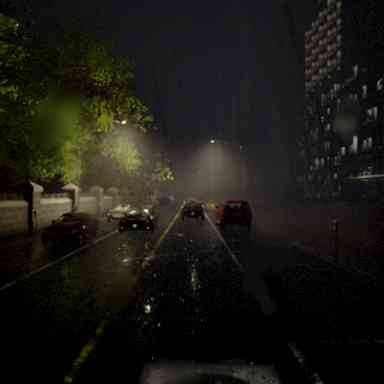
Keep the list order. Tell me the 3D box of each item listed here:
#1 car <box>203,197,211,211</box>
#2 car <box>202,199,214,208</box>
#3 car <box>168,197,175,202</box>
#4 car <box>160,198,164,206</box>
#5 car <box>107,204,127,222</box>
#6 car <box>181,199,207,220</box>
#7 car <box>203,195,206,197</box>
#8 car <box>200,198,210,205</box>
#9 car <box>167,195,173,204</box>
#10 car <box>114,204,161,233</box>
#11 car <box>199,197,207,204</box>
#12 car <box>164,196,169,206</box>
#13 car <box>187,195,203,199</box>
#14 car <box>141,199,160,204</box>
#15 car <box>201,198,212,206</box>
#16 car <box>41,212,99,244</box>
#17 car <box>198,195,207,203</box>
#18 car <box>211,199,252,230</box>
[{"bbox_3d":[2.635,1.735,44.469,1.752,1.417,4.829,0,0,0],"label":"car"},{"bbox_3d":[2.621,1.815,55.561,1.887,1.381,4.507,0,0,0],"label":"car"},{"bbox_3d":[-5.806,2.058,94.977,1.887,1.381,4.507,0,0,0],"label":"car"},{"bbox_3d":[-5.751,1.790,49.919,2.008,1.369,4.403,0,0,0],"label":"car"},{"bbox_3d":[-5.725,1.680,27.392,2.008,1.369,4.403,0,0,0],"label":"car"},{"bbox_3d":[0.054,1.616,29.325,1.882,1.535,5.008,0,-1,0],"label":"car"},{"bbox_3d":[2.628,1.679,49.931,1.967,1.590,4.097,0,0,0],"label":"car"},{"bbox_3d":[2.608,1.883,66.826,1.887,1.381,4.507,0,0,0],"label":"car"},{"bbox_3d":[-5.779,1.938,72.449,1.947,1.339,4.313,0,0,0],"label":"car"},{"bbox_3d":[-3.125,1.659,20.180,1.994,1.385,4.181,0,0,0],"label":"car"},{"bbox_3d":[2.594,1.932,78.260,1.752,1.417,4.829,0,0,0],"label":"car"},{"bbox_3d":[-5.766,1.887,61.183,1.802,1.307,4.206,0,0,0],"label":"car"},{"bbox_3d":[0.015,1.551,42.342,2.097,1.767,4.553,0,0,0],"label":"car"},{"bbox_3d":[-5.745,1.650,44.289,1.967,1.590,4.097,0,0,0],"label":"car"},{"bbox_3d":[2.615,1.870,61.193,1.947,1.339,4.313,0,0,0],"label":"car"},{"bbox_3d":[-5.711,1.659,16.127,1.802,1.307,4.206,0,0,0],"label":"car"},{"bbox_3d":[2.587,1.755,83.725,2.192,1.841,5.009,0,0,0],"label":"car"},{"bbox_3d":[2.663,1.418,21.770,2.192,1.841,5.009,0,0,0],"label":"car"}]
